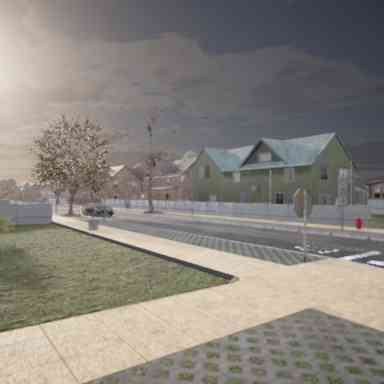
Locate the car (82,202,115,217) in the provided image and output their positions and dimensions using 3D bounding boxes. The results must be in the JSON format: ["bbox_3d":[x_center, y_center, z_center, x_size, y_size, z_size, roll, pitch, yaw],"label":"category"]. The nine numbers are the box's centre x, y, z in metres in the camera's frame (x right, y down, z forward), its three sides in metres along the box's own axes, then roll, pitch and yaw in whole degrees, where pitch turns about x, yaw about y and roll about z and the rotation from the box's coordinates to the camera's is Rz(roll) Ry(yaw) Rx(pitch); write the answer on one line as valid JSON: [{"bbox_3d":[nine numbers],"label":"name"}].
[{"bbox_3d":[-9.710,1.755,34.245,2.033,1.411,5.357,1,-1,-35],"label":"car"}]

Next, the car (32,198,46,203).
[{"bbox_3d":[-28.068,1.831,60.718,1.837,1.490,4.892,1,-1,-35],"label":"car"}]
